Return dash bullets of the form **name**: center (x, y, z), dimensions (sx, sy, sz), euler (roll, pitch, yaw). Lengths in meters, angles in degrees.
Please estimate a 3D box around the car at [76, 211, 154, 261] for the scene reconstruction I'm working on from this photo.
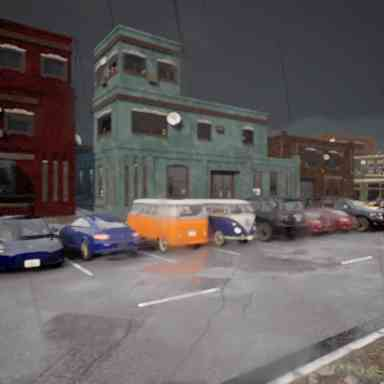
- **car**: center (-3.538, 1.544, 12.463), dimensions (2.002, 1.452, 4.674), euler (1, 0, -36)

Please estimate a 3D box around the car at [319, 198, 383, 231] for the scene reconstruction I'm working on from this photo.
- **car**: center (10.044, 1.425, 22.138), dimensions (2.435, 2.045, 5.566), euler (1, 0, -36)

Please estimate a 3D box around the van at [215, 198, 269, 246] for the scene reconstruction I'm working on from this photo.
- **van**: center (1.152, 1.332, 15.675), dimensions (1.878, 1.987, 4.442), euler (1, 0, -36)

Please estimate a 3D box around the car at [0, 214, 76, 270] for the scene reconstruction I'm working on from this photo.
- **car**: center (-5.682, 1.510, 10.898), dimensions (2.163, 1.488, 4.792), euler (1, 0, -36)

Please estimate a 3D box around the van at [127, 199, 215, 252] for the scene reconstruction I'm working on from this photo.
- **van**: center (-1.243, 1.306, 14.250), dimensions (1.878, 1.987, 4.442), euler (1, 0, -36)

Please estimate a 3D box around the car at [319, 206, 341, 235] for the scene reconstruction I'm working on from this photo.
- **car**: center (5.607, 1.656, 18.999), dimensions (2.002, 1.452, 4.674), euler (1, 0, -36)

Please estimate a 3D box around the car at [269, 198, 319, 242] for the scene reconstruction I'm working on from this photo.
- **car**: center (3.330, 1.335, 17.410), dimensions (2.435, 2.045, 5.566), euler (1, 0, -36)

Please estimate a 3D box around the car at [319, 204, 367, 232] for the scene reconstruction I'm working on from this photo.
- **car**: center (7.815, 1.685, 20.577), dimensions (2.002, 1.452, 4.674), euler (1, 0, -36)
